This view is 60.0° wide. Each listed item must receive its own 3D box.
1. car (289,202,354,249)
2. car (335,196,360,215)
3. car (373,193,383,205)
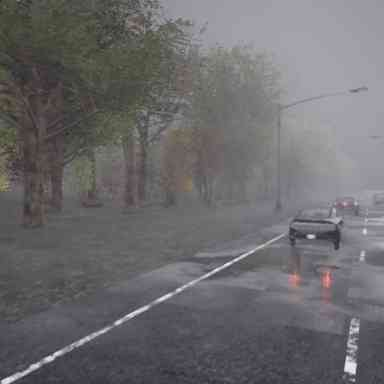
[{"bbox_3d":[5.453,1.371,14.137,2.128,1.511,4.902,0,1,28],"label":"car"},{"bbox_3d":[14.241,1.101,30.559,2.097,1.767,4.553,0,1,28],"label":"car"},{"bbox_3d":[27.542,1.188,47.993,1.994,1.385,4.181,0,1,28],"label":"car"}]
